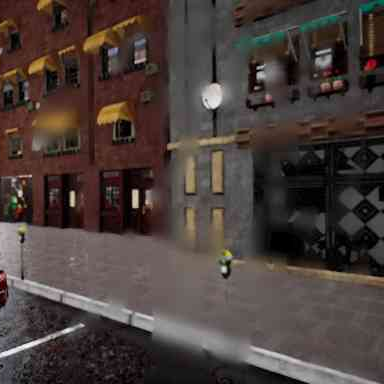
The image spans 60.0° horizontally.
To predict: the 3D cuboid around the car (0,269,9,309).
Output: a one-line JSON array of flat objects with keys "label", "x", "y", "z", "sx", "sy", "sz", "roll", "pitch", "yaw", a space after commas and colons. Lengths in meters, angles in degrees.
[{"label": "car", "x": -5.128, "y": 1.595, "z": 6.401, "sx": 4.206, "sy": 1.307, "sz": 1.802, "roll": 0, "pitch": -1, "yaw": 36}]
